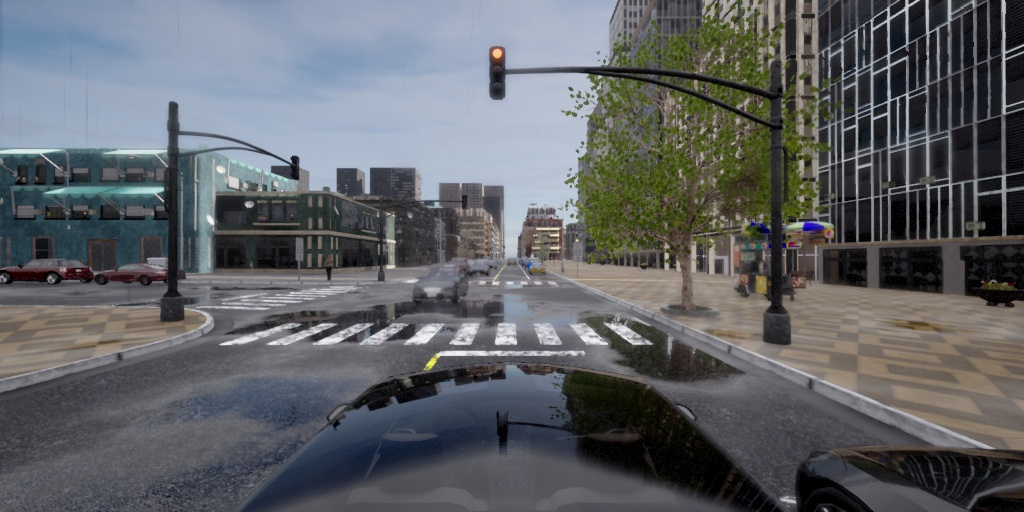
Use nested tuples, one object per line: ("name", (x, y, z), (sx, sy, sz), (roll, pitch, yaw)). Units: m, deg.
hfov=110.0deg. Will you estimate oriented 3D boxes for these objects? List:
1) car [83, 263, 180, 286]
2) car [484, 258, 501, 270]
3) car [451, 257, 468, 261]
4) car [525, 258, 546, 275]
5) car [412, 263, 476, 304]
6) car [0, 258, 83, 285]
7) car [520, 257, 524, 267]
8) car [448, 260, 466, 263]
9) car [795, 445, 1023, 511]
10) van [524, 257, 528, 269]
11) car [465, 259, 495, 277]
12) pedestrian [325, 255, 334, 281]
("car", (-22.818, 1.090, 21.887), (4.207, 1.307, 1.802), (0, 0, -1))
("car", (-3.085, 1.318, 52.597), (1.994, 1.385, 4.181), (0, 0, 0))
("car", (-5.685, 1.067, 38.523), (2.192, 1.841, 5.009), (0, 0, 0))
("car", (2.695, 1.278, 38.694), (1.751, 1.417, 4.829), (0, 0, 0))
("car", (-3.098, 1.242, 16.331), (2.128, 1.511, 4.902), (0, 0, 0))
("car", (-28.366, 0.879, 21.810), (4.097, 1.591, 1.967), (0, 0, -1))
("car", (2.697, 1.305, 55.177), (2.007, 1.370, 4.403), (0, 0, 0))
("car", (-5.685, 1.334, 32.972), (1.802, 1.307, 4.207), (0, 0, 0))
("car", (2.691, 1.316, 0.495), (1.948, 1.339, 4.313), (0, 0, 0))
("van", (2.696, 1.094, 44.075), (1.690, 1.789, 3.998), (0, 0, 0))
("car", (-3.095, 1.300, 35.758), (2.033, 1.411, 5.357), (0, 0, 0))
("pedestrian", (-12.746, 0.788, 24.977), (0.375, 1.860, 0.375), (0, -1, -1))
